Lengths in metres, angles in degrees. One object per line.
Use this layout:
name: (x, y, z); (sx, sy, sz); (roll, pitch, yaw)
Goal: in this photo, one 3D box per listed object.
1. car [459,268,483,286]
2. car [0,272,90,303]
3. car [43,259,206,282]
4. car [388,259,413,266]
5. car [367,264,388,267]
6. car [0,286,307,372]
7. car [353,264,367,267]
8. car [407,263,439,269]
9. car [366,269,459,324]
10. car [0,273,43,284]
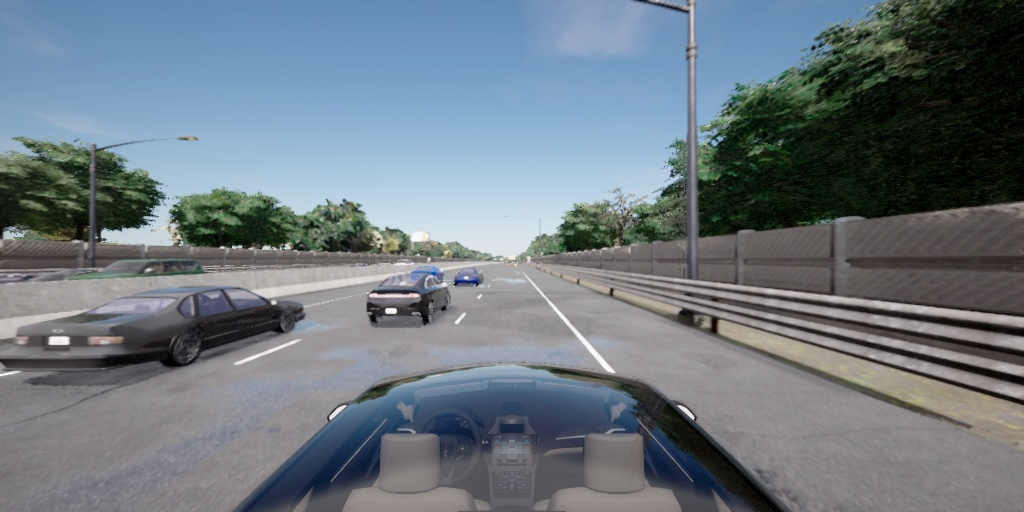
car: (-3.390, 1.605, 28.566); (1.994, 1.385, 4.181); (0, -1, 0)
car: (-24.593, 1.527, 17.709); (1.895, 1.301, 4.718); (0, -1, 0)
car: (-17.594, 1.141, 17.120); (2.150, 2.045, 5.566); (0, -1, 0)
car: (-17.516, 1.568, 57.698); (2.150, 2.045, 5.566); (0, -1, 1)
car: (-21.014, 1.946, 57.736); (1.895, 1.301, 4.718); (0, -1, 1)
car: (-6.899, 1.367, 7.973); (2.033, 1.411, 5.357); (0, -1, 0)
car: (-24.513, 1.912, 58.171); (1.994, 1.385, 4.181); (0, -1, 1)
car: (-6.888, 1.531, 29.752); (1.882, 1.535, 5.008); (0, -1, 0)
car: (-3.396, 1.360, 12.500); (2.128, 1.511, 4.902); (0, -1, 0)
car: (-21.093, 1.425, 17.201); (1.837, 1.490, 4.892); (0, -1, 0)
